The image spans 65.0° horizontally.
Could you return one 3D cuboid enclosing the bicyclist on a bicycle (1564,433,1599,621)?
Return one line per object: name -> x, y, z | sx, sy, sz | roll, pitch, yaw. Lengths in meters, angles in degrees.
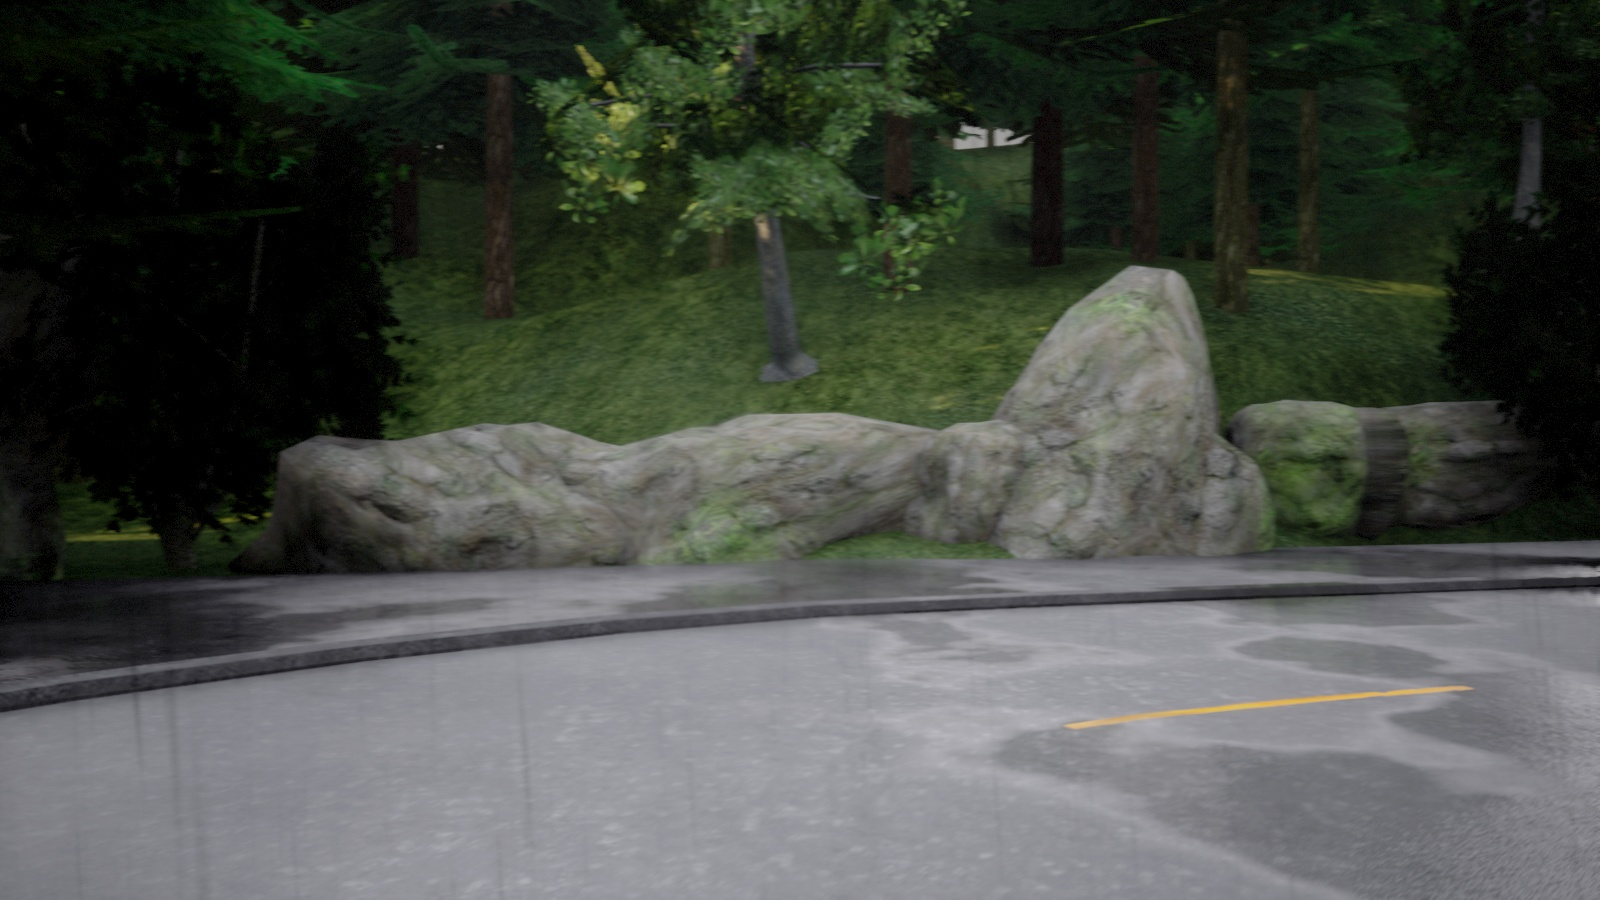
bicyclist on a bicycle -> 7.624, 0.666, 10.942 | 1.509, 1.612, 0.866 | 0, 0, -18
